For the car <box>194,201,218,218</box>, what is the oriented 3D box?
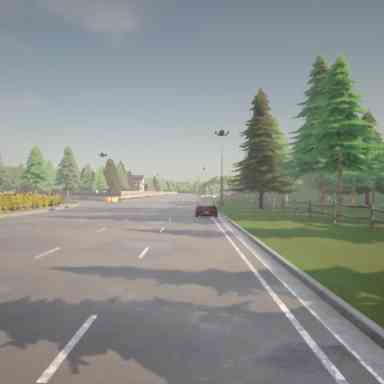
[{"bbox_3d":[1.225,1.504,29.774,1.882,1.535,5.008,0,0,0],"label":"car"}]
